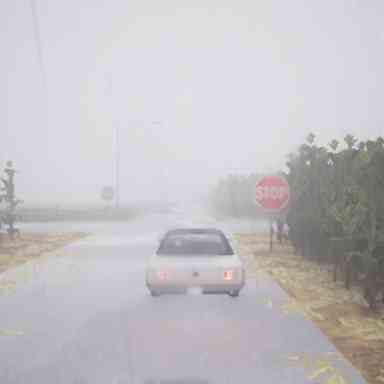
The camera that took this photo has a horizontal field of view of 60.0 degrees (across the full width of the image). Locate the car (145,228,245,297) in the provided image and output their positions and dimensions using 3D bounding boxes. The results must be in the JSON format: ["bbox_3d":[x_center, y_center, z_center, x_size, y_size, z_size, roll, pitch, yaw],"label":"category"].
[{"bbox_3d":[0.067,1.547,8.382,1.895,1.301,4.718,0,0,0],"label":"car"}]

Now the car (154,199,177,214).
[{"bbox_3d":[-3.236,1.798,38.434,2.033,1.411,5.357,0,-1,0],"label":"car"}]

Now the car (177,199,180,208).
[{"bbox_3d":[-3.194,1.878,58.060,1.882,1.535,5.008,0,-1,0],"label":"car"}]
